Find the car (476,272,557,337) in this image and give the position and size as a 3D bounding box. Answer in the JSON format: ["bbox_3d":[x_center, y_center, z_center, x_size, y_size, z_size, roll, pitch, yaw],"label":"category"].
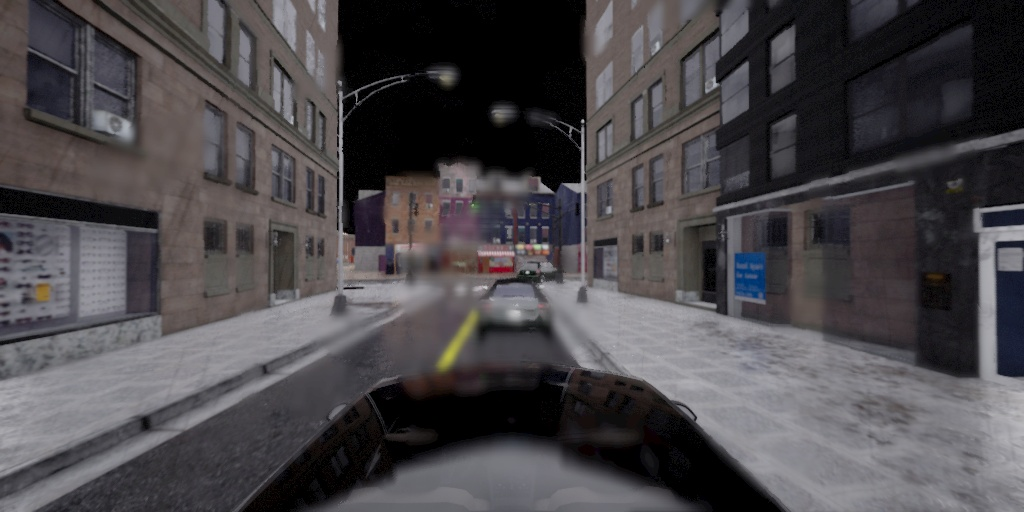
[{"bbox_3d":[0.079,1.351,10.456,1.994,1.385,4.181,0,0,0],"label":"car"}]

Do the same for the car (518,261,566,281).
[{"bbox_3d":[2.303,1.195,27.318,2.097,1.767,4.553,0,0,33],"label":"car"}]
